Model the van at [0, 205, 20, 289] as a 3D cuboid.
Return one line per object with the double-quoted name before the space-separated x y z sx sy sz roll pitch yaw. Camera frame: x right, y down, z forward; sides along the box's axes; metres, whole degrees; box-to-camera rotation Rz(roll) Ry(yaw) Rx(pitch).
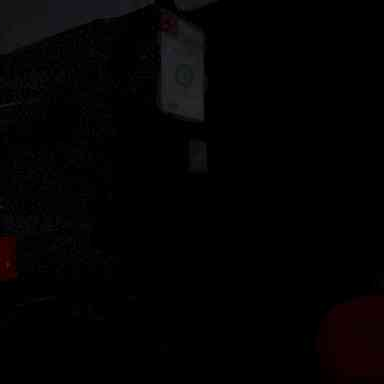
"van" -5.959 1.188 7.777 4.442 1.987 1.878 1 0 35
